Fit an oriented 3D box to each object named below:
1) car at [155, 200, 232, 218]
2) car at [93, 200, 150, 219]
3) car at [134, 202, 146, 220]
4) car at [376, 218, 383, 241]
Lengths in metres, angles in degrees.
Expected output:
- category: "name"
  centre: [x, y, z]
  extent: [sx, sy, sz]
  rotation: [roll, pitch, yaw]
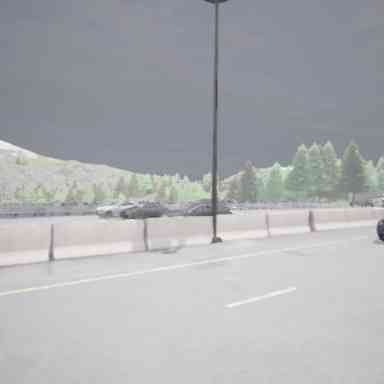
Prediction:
- category: "car"
  centre: [0.203, 1.479, 21.329]
  extent: [4.902, 1.511, 2.128]
  rotation: [0, 0, -35]
- category: "car"
  centre: [-6.225, 1.512, 29.642]
  extent: [4.674, 1.442, 1.812]
  rotation: [0, 0, -35]
- category: "car"
  centre: [-3.724, 1.551, 27.126]
  extent: [4.181, 1.385, 1.994]
  rotation: [0, 0, -35]
- category: "car"
  centre: [10.338, 1.521, 15.432]
  extent: [4.674, 1.442, 1.812]
  rotation: [0, 0, -36]
